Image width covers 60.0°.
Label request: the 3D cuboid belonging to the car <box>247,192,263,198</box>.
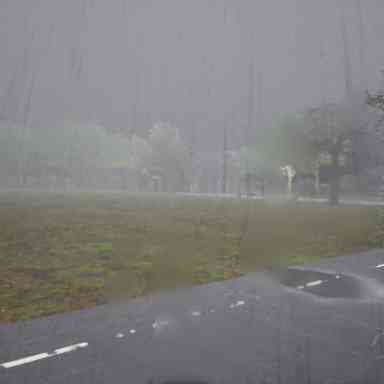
[{"bbox_3d":[17.062,0.656,89.960,1.882,1.535,5.008,0,2,-31],"label":"car"}]
